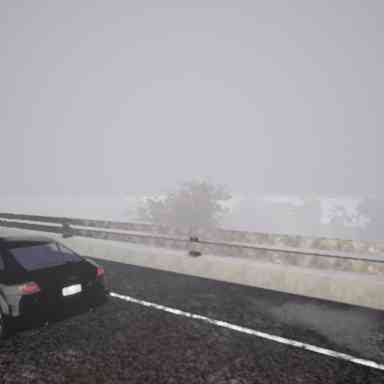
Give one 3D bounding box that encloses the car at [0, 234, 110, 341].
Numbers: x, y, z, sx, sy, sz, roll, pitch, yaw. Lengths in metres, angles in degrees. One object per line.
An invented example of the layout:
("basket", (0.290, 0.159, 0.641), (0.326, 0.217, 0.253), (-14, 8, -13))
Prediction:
("car", (-3.575, 1.555, 6.571), (4.181, 1.385, 1.994), (0, 0, 36))
